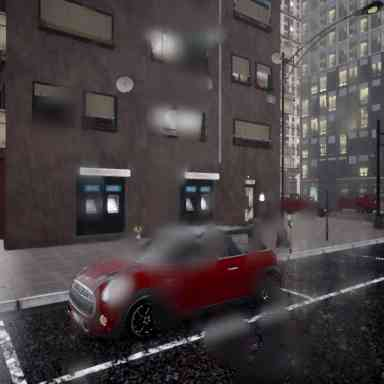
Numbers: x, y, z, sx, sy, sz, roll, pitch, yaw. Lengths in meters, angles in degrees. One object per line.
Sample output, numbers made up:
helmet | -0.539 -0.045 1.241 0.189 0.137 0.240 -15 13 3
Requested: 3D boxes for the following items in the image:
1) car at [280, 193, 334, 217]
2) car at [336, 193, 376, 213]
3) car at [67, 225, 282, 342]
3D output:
car | 8.671 1.010 27.322 2.192 1.841 5.009 2 0 -36
car | 15.414 1.030 32.296 2.192 1.841 5.009 1 0 -36
car | -0.205 1.440 6.410 4.097 1.590 1.967 0 0 -35
